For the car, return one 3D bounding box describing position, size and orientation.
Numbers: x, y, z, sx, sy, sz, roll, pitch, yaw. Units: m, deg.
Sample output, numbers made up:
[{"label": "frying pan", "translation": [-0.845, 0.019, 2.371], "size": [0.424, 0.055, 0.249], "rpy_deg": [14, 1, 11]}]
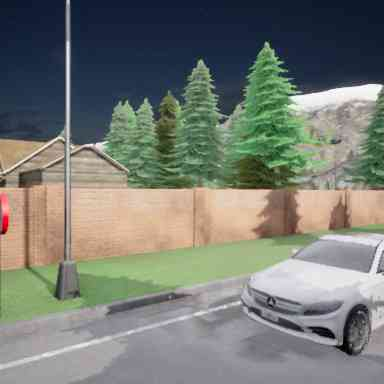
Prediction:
[{"label": "car", "translation": [3.010, 1.531, 6.214], "size": [4.674, 1.442, 1.812], "rpy_deg": [0, 0, -36]}]
